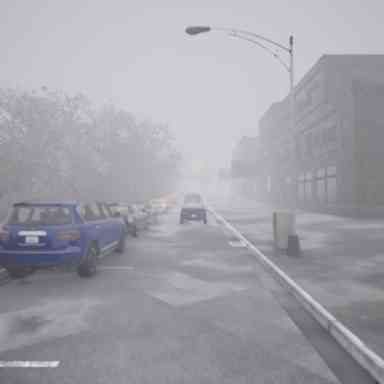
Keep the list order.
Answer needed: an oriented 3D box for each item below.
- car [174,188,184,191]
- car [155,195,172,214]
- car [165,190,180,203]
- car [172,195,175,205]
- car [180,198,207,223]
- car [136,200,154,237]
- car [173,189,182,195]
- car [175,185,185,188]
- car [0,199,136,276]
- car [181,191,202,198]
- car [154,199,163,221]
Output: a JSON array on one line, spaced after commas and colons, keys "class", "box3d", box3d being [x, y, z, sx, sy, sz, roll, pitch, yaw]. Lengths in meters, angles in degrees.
[{"class": "car", "box3d": [-3.625, 0.536, 71.135, 2.231, 1.521, 4.892, 1, 3, 2]}, {"class": "car", "box3d": [-3.640, 1.449, 34.989, 1.946, 1.575, 5.366, 0, 1, 2]}, {"class": "car", "box3d": [-3.621, 1.068, 54.382, 2.185, 1.767, 4.553, 2, 2, 2]}, {"class": "car", "box3d": [-3.646, 1.468, 41.126, 2.002, 1.452, 4.674, 0, 0, 2]}, {"class": "car", "box3d": [0.102, 1.466, 25.269, 1.882, 1.535, 5.008, 0, 0, 0]}, {"class": "car", "box3d": [-3.650, 1.357, 18.137, 2.185, 1.767, 4.553, 0, 0, 2]}, {"class": "car", "box3d": [-3.622, 0.791, 65.401, 1.946, 1.575, 5.366, 1, 3, 2]}, {"class": "car", "box3d": [-3.644, -0.239, 82.246, 2.185, 1.767, 4.553, 0, 4, 2]}, {"class": "car", "box3d": [-3.649, 1.229, 10.484, 2.435, 2.045, 5.566, 0, 0, 2]}, {"class": "car", "box3d": [0.105, 1.151, 43.003, 2.150, 2.045, 5.566, 0, 1, 0]}, {"class": "car", "box3d": [-3.659, 1.532, 23.742, 2.163, 1.488, 4.792, -1, 0, 2]}]
